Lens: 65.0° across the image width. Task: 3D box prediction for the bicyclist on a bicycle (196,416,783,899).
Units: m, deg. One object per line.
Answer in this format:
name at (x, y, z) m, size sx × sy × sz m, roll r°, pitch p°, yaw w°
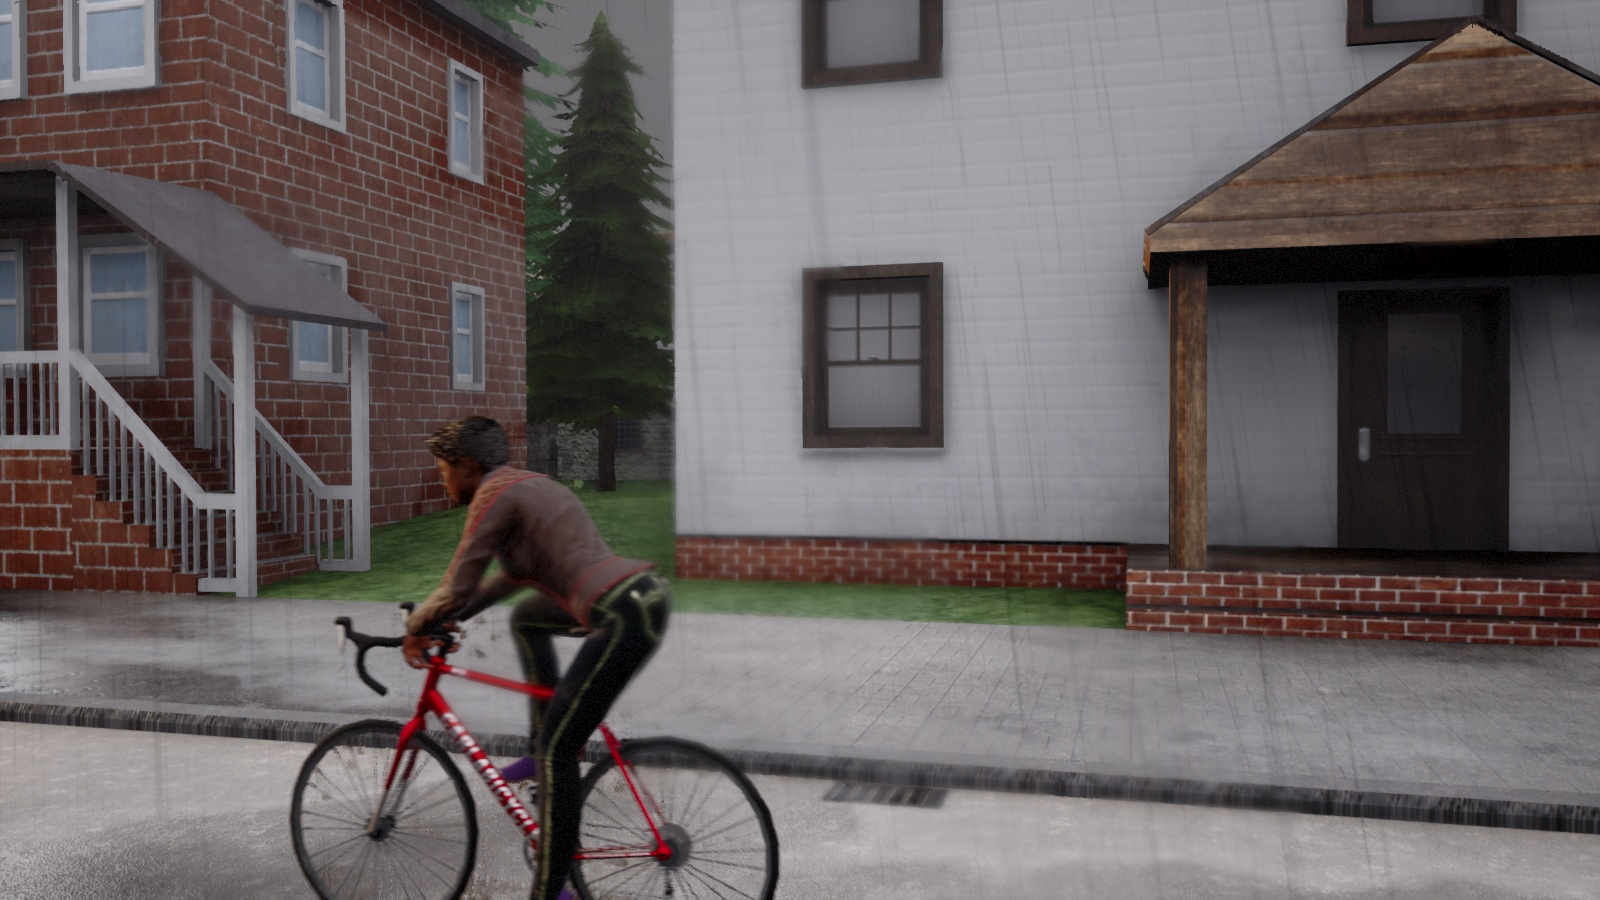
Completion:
bicyclist on a bicycle at (-0.928, 0.715, 3.830) m, size 1.656 × 1.620 × 0.582 m, roll 0°, pitch 1°, yaw 15°
